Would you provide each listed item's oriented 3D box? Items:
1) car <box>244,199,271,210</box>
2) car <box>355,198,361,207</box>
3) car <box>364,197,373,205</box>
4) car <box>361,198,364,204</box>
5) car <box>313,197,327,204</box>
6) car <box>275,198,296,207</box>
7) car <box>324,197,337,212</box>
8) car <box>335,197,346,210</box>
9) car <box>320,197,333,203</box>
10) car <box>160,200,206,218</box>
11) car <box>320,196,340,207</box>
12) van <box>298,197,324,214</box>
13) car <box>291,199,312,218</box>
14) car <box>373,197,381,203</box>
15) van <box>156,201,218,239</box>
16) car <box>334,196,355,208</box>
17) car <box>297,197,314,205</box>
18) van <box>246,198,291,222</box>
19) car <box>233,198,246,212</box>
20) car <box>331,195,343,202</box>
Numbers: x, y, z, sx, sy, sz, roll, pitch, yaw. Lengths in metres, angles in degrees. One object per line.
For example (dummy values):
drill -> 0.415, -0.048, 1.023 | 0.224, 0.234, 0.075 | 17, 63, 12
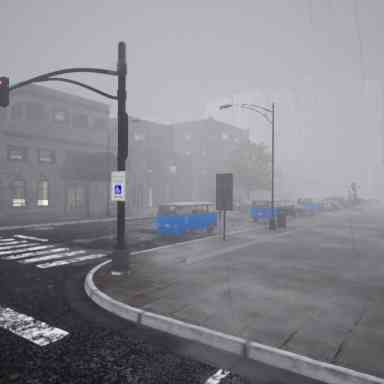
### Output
car -> 8.891, 1.632, 45.100 | 1.887, 1.381, 4.507 | 0, 0, 35
car -> 25.264, 1.518, 53.820 | 2.192, 1.841, 5.009 | 0, 0, 35
car -> 34.787, 1.811, 67.372 | 1.887, 1.381, 4.507 | 0, 0, 35
car -> 28.535, 1.749, 58.476 | 1.752, 1.417, 4.829 | 0, 0, 35
car -> 27.843, 1.731, 72.066 | 1.752, 1.417, 4.829 | 0, 0, 35
car -> 15.241, 1.668, 54.135 | 1.887, 1.381, 4.507 | 0, 0, 35
car -> 15.835, 1.673, 40.406 | 1.752, 1.417, 4.829 | 0, 0, 35
car -> 18.912, 1.731, 44.783 | 1.947, 1.339, 4.313 | 0, 0, 35
car -> 31.116, 1.795, 76.723 | 1.947, 1.339, 4.313 | 0, 0, 35
car -> -0.732, 1.561, 31.407 | 1.752, 1.417, 4.829 | 0, 0, 35
car -> 22.936, 1.535, 55.004 | 2.097, 1.767, 4.553 | 1, 0, 35
van -> 12.563, 1.470, 35.748 | 1.690, 1.788, 3.998 | 0, 0, 35
car -> 9.387, 1.657, 31.230 | 1.887, 1.381, 4.507 | 0, 0, 35
car -> 44.313, 1.901, 80.925 | 1.947, 1.339, 4.313 | 0, 0, 35
van -> -0.137, 1.408, 17.678 | 1.690, 1.788, 3.998 | 0, 0, 35
car -> 22.089, 1.498, 49.302 | 2.192, 1.841, 5.009 | 0, 0, 35
car -> 21.591, 1.708, 63.170 | 1.887, 1.381, 4.507 | 0, 0, 35
van -> 6.213, 1.437, 26.713 | 1.690, 1.788, 3.998 | 0, 0, 35
car -> 5.717, 1.509, 40.583 | 1.967, 1.590, 4.097 | 0, 0, 35
car -> 37.466, 1.715, 85.758 | 1.967, 1.590, 4.097 | 0, 0, 35
